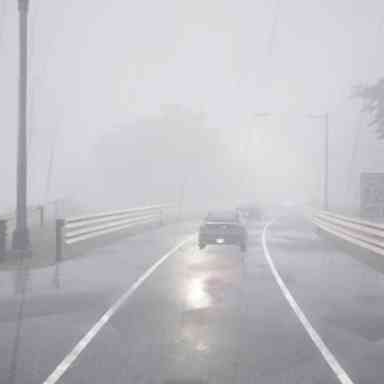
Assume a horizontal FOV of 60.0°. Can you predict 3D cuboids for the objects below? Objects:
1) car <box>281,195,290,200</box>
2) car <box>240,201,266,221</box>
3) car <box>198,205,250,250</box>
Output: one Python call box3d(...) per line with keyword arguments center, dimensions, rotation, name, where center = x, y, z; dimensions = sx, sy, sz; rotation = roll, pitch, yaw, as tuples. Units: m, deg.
box3d(center=(25.950, 1.514, 91.942), dimensions=(1.812, 1.442, 4.674), rotation=(0, 0, 6), name="car")
box3d(center=(4.905, 1.511, 27.378), dimensions=(1.882, 1.535, 5.008), rotation=(0, 0, 19), name="car")
box3d(center=(1.450, 1.513, 14.421), dimensions=(1.837, 1.490, 4.892), rotation=(0, 0, 10), name="car")
